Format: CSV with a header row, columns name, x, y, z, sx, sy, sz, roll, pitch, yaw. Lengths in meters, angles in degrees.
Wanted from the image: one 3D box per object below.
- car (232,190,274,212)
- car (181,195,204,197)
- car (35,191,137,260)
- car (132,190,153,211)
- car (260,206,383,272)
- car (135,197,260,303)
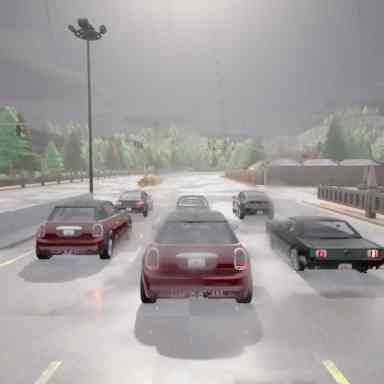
name,x,y,z,sx,sy,sz,roll,pitch,yaw
car,3.520,0.661,19.631,1.837,1.490,4.892,0,4,0
car,0.035,0.857,17.396,2.033,1.411,5.357,0,4,0
car,-3.436,1.040,11.416,2.097,1.767,4.553,0,3,0
car,-3.480,0.625,20.410,1.812,1.442,4.674,0,4,0
car,3.570,1.361,9.958,1.895,1.301,4.718,0,3,0
car,0.077,1.190,8.013,2.097,1.767,4.553,0,2,0
